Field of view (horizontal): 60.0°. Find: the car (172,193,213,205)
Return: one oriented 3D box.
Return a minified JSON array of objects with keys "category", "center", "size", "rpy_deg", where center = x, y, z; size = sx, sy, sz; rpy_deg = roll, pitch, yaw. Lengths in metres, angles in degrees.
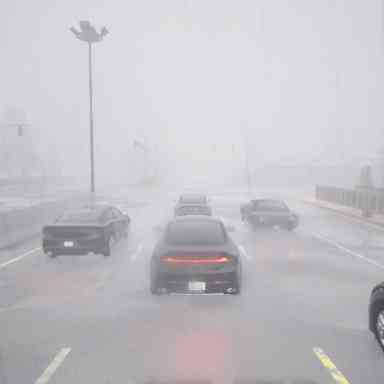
[{"category":"car","center":[0.028,0.809,17.524],"size":[1.837,1.490,4.892],"rpy_deg":[0,4,0]}]

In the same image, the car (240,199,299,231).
[{"category":"car","center":[3.535,1.006,16.121],"size":[1.895,1.301,4.718],"rpy_deg":[0,4,0]}]

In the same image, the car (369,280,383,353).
[{"category":"car","center":[3.592,1.326,2.932],"size":[2.097,1.767,4.553],"rpy_deg":[0,1,0]}]

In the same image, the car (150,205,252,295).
[{"category":"car","center":[0.075,1.335,8.321],"size":[1.837,1.490,4.892],"rpy_deg":[0,2,0]}]

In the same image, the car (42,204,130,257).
[{"category":"car","center":[-3.442,1.155,11.702],"size":[1.882,1.535,5.008],"rpy_deg":[0,3,0]}]
